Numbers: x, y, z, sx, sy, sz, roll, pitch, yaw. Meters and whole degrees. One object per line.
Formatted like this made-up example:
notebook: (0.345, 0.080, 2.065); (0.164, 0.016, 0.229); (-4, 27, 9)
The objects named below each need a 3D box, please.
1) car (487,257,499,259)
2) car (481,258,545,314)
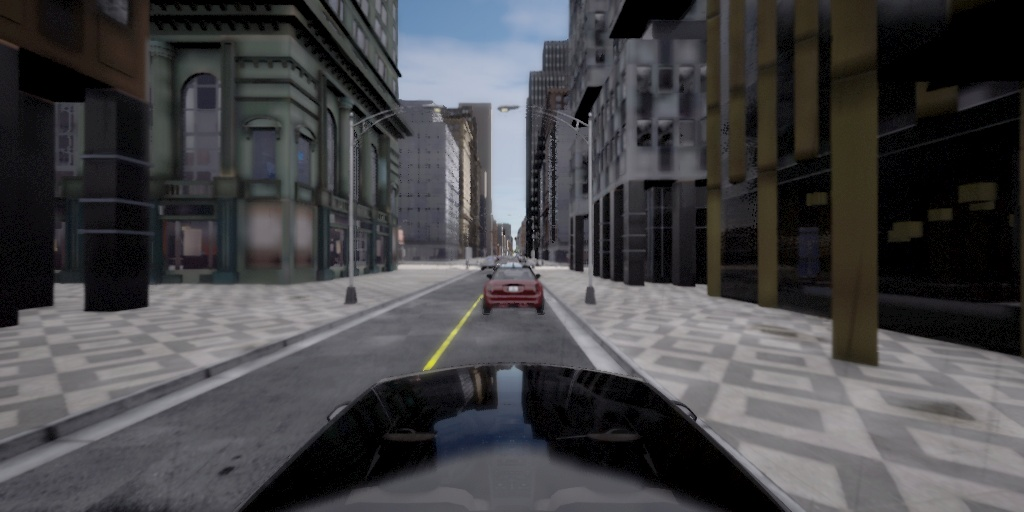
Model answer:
car: (-3.074, 1.215, 47.452); (1.837, 1.490, 4.892); (0, 0, 0)
car: (0.068, 1.098, 13.857); (2.097, 1.767, 4.553); (0, 0, 0)
